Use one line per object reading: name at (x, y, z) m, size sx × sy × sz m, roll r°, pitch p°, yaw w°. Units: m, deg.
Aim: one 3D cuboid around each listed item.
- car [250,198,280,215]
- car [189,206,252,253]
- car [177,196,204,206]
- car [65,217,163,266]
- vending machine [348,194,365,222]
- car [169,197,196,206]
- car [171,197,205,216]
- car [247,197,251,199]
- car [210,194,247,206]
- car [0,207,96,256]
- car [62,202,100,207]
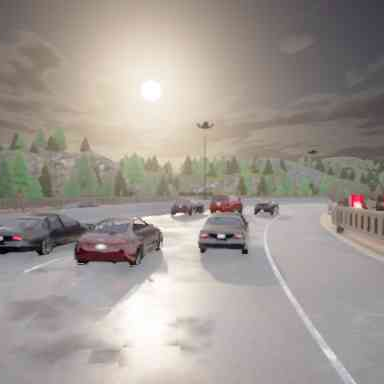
car at (7.585, 1.514, 33.488) m, size 1.837 × 1.490 × 4.892 m, roll 0°, pitch 0°, yaw 24°
car at (1.443, 1.549, 13.781) m, size 2.033 × 1.411 × 5.357 m, roll 0°, pitch 0°, yaw 10°
car at (-0.178, 1.546, 55.857) m, size 1.882 × 1.535 × 5.008 m, roll 0°, pitch 0°, yaw 34°
car at (-2.358, 1.557, 11.615) m, size 1.994 × 1.385 × 4.181 m, roll 0°, pitch 0°, yaw 8°
vending machine at (12.537, 1.200, 25.396) m, size 1.100 × 2.100 × 0.880 m, roll -1°, pitch -1°, yaw 20°
car at (-1.604, 1.633, 60.001) m, size 2.033 × 1.411 × 5.357 m, roll 0°, pitch 0°, yaw 35°
car at (-0.307, 1.364, 32.689) m, size 2.097 × 1.767 × 4.553 m, roll 0°, pitch 0°, yaw 21°
car at (10.184, 1.626, 63.749) m, size 2.033 × 1.411 × 5.357 m, roll 0°, pitch 0°, yaw 40°
car at (3.445, 1.232, 32.832) m, size 2.150 × 2.045 × 5.566 m, roll 0°, pitch 0°, yaw 22°
car at (-5.746, 1.533, 13.111) m, size 2.033 × 1.411 × 5.357 m, roll 0°, pitch 0°, yaw 9°
car at (-9.678, 1.547, 27.911) m, size 2.033 × 1.411 × 5.357 m, roll 0°, pitch 0°, yaw 17°
